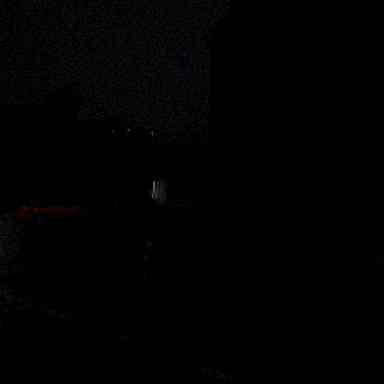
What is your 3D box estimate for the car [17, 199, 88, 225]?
[{"bbox_3d":[-9.662,1.260,23.450,2.097,1.767,4.553,2,1,35],"label":"car"}]
